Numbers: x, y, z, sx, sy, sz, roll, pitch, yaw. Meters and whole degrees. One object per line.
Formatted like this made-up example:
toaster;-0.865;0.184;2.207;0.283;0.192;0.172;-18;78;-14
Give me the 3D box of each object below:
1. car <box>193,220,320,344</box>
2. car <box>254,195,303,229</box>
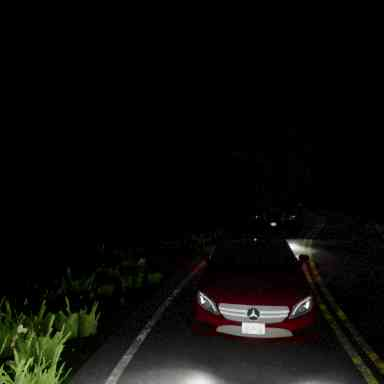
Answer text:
car;1.229;1.534;6.661;1.812;1.442;4.674;-1;0;11
car;5.000;1.214;18.833;2.150;2.045;5.566;-2;-1;22
